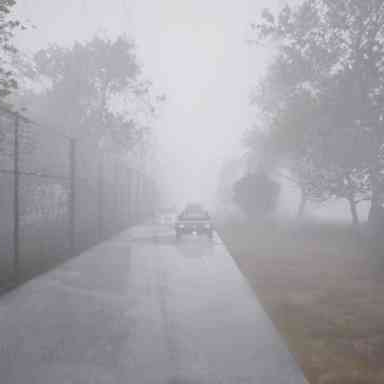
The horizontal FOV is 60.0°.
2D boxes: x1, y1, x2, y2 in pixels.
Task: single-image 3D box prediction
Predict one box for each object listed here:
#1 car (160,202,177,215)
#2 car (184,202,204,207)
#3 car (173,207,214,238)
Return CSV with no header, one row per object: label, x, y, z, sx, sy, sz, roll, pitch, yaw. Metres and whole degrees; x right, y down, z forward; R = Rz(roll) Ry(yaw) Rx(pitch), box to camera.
car,-2.724,1.961,40.288,2.033,1.411,5.357,0,-1,0
car,0.194,1.839,36.182,1.837,1.490,4.892,0,-1,0
car,0.125,1.686,18.171,1.895,1.301,4.718,0,0,0
